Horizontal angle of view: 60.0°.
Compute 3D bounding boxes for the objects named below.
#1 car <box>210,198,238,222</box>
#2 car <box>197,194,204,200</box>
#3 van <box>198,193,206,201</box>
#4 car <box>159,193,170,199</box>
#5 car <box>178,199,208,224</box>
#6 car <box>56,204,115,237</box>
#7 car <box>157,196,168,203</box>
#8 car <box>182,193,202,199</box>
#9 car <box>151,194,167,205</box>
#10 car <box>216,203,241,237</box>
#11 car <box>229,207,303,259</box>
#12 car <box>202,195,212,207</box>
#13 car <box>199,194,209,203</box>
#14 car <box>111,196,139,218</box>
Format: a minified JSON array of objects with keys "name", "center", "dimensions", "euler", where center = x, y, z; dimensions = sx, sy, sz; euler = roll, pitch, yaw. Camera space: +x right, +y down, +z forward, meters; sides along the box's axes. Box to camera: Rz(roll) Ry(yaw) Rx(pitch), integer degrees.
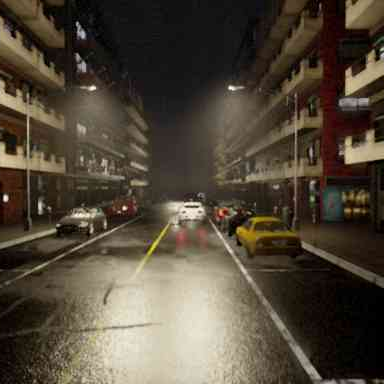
[{"name":"car","center":[2.581,1.391,23.392],"dimensions":[1.967,1.590,4.097],"euler":[-1,0,0]},{"name":"car","center":[2.285,1.371,90.616],"dimensions":[1.887,1.381,4.507],"euler":[-1,0,0]},{"name":"van","center":[2.332,1.187,79.412],"dimensions":[1.690,1.788,3.998],"euler":[-1,0,0]},{"name":"car","center":[-5.974,1.200,62.598],"dimensions":[2.192,1.841,5.009],"euler":[-1,0,0]},{"name":"car","center":[-0.005,1.478,24.048],"dimensions":[1.812,1.442,4.674],"euler":[0,0,0]},{"name":"car","center":[-5.773,1.521,17.782],"dimensions":[2.008,1.369,4.403],"euler":[-1,0,0]},{"name":"car","center":[-5.995,1.457,68.200],"dimensions":[1.802,1.307,4.206],"euler":[-1,0,0]},{"name":"car","center":[-0.093,1.135,44.583],"dimensions":[2.150,2.045,5.566],"euler":[0,0,0]},{"name":"car","center":[-5.946,1.446,56.996],"dimensions":[2.008,1.369,4.403],"euler":[-1,0,0]},{"name":"car","center":[2.608,1.527,17.790],"dimensions":[1.947,1.339,4.313],"euler":[-1,0,0]},{"name":"car","center":[2.631,1.498,12.358],"dimensions":[1.752,1.417,4.829],"euler":[-1,0,0]},{"name":"car","center":[2.484,1.473,45.800],"dimensions":[1.947,1.339,4.313],"euler":[-1,0,0]},{"name":"car","center":[2.383,1.306,68.208],"dimensions":[1.967,1.590,4.097],"euler":[-1,0,0]},{"name":"car","center":[-5.826,1.264,28.986],"dimensions":[2.192,1.841,5.009],"euler":[-1,0,0]}]
